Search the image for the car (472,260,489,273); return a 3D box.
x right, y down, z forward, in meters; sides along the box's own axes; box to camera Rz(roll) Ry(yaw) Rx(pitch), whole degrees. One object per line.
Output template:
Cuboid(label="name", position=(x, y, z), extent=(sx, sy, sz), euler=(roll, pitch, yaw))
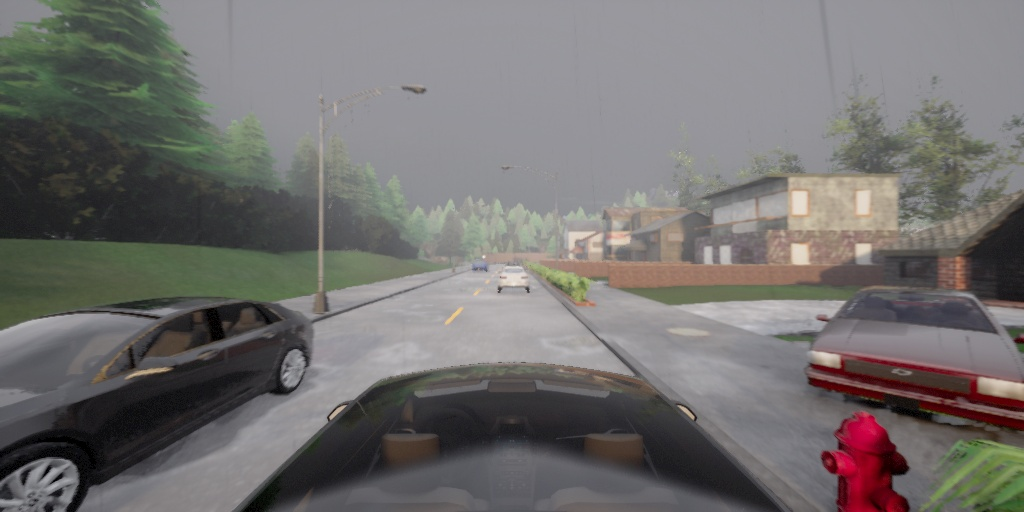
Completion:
Cuboid(label="car", position=(-4.057, 1.306, 46.216), extent=(1.882, 1.535, 5.008), euler=(0, 0, 0))

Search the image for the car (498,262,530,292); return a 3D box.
Cuboid(label="car", position=(0.101, 1.311, 21.598), extent=(1.812, 1.442, 4.674), euler=(0, 0, 0))

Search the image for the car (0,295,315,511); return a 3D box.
Cuboid(label="car", position=(-4.101, 1.260, 3.861), extent=(1.837, 1.490, 4.892), euler=(0, -1, 0))
